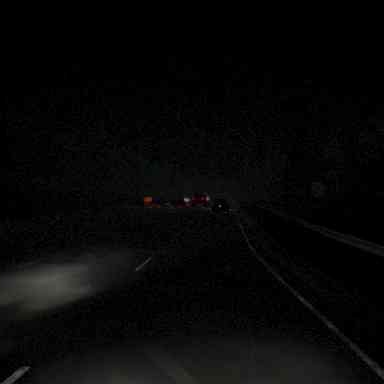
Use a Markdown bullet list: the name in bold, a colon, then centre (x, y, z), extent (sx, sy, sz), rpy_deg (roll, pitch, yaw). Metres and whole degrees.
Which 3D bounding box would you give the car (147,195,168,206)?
- **car**: centre (-5.680, 1.508, 55.329), extent (1.812, 1.442, 4.674), rpy_deg (0, 0, 6)

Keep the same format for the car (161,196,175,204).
- **car**: centre (-4.659, 1.550, 65.280), extent (1.994, 1.385, 4.181), rpy_deg (0, 0, 6)

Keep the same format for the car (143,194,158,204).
- **car**: centre (-8.143, 1.339, 65.608), extent (2.097, 1.767, 4.553), rpy_deg (0, 0, 6)

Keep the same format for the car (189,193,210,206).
- **car**: centre (1.244, 1.216, 54.230), extent (2.150, 2.045, 5.566), rpy_deg (0, 0, 6)

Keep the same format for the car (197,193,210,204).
- **car**: centre (2.308, 1.228, 64.595), extent (2.150, 2.045, 5.566), rpy_deg (0, 0, 6)

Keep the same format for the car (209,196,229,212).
- **car**: centre (3.357, 1.564, 39.553), extent (1.994, 1.385, 4.181), rpy_deg (0, 0, 6)

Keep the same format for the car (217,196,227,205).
- **car**: centre (5.403, 1.527, 59.627), extent (1.812, 1.442, 4.674), rpy_deg (0, 0, 6)

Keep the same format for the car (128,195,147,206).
- **car**: centre (-9.205, 1.481, 55.272), extent (1.837, 1.490, 4.892), rpy_deg (0, 0, 6)

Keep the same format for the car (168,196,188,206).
- **car**: centre (-2.241, 1.466, 54.557), extent (1.882, 1.535, 5.008), rpy_deg (0, 0, 6)
